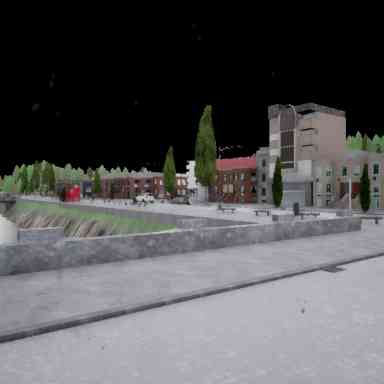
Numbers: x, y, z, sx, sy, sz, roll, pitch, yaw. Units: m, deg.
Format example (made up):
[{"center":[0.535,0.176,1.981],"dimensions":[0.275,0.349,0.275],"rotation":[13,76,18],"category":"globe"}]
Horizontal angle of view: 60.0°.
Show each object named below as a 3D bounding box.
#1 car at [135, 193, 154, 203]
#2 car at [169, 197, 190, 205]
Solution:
[{"center":[-9.755,1.221,68.108],"dimensions":[2.150,2.045,5.566],"rotation":[0,0,-35],"category":"car"},{"center":[-2.265,1.564,57.614],"dimensions":[1.994,1.385,4.181],"rotation":[0,0,-36],"category":"car"}]
